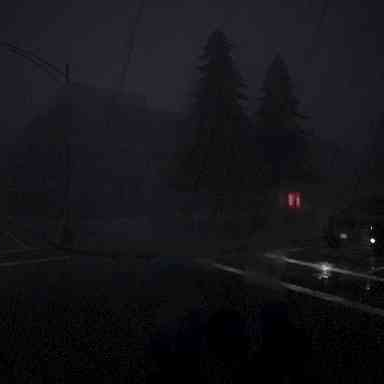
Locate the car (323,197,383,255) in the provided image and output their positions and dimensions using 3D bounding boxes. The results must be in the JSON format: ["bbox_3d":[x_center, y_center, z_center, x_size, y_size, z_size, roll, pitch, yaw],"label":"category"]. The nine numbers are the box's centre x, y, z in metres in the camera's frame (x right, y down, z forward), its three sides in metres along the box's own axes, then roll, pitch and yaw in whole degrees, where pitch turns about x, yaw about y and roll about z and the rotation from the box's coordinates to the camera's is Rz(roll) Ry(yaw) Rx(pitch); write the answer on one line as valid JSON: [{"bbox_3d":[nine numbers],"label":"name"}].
[{"bbox_3d":[7.729,1.248,13.728,5.566,2.045,2.150,0,0,-37],"label":"car"}]
